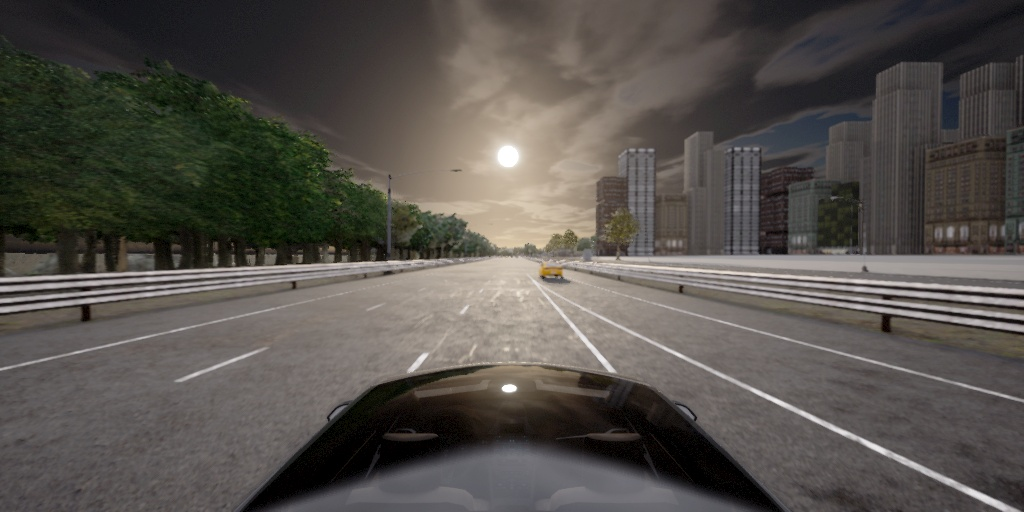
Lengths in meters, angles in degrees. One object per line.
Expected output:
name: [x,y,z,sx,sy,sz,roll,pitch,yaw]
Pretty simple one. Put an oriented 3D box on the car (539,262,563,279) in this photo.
car: [3.578,1.282,33.572,1.882,1.535,5.008,0,0,-1]
